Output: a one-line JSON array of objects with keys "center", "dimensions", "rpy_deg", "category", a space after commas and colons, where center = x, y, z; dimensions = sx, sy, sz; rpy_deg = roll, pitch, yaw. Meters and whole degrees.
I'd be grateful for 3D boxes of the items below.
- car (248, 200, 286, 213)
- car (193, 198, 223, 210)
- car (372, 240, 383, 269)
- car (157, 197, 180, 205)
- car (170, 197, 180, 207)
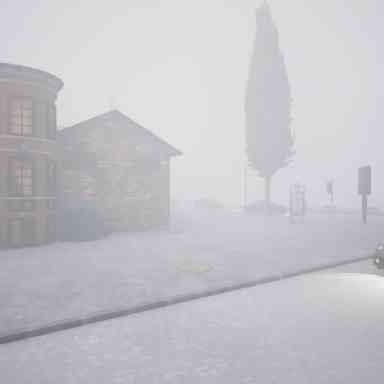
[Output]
[{"center": [7.851, 1.564, 35.343], "dimensions": [1.994, 1.385, 4.181], "rpy_deg": [0, 0, -36], "category": "car"}, {"center": [2.078, 1.492, 43.429], "dimensions": [2.128, 1.511, 4.902], "rpy_deg": [0, 0, -35], "category": "car"}, {"center": [7.099, 1.564, 9.674], "dimensions": [4.181, 1.385, 1.994], "rpy_deg": [0, 0, -36], "category": "car"}, {"center": [-4.167, 1.601, 59.382], "dimensions": [1.895, 1.301, 4.718], "rpy_deg": [0, 0, -35], "category": "car"}, {"center": [-3.894, 1.526, 51.825], "dimensions": [1.812, 1.442, 4.674], "rpy_deg": [0, 0, -35], "category": "car"}]
